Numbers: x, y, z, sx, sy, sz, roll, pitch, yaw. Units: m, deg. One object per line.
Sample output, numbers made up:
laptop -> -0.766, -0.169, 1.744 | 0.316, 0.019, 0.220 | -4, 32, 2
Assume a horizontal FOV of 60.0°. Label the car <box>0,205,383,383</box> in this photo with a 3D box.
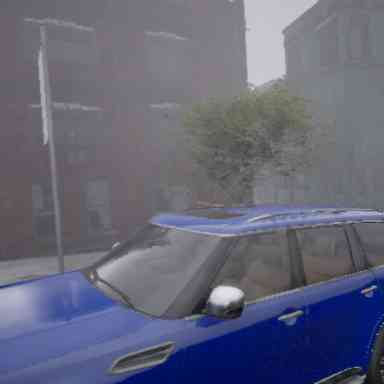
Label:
car -> 0.345, 1.203, 3.644 | 5.566, 2.045, 2.150 | 0, 0, -32
